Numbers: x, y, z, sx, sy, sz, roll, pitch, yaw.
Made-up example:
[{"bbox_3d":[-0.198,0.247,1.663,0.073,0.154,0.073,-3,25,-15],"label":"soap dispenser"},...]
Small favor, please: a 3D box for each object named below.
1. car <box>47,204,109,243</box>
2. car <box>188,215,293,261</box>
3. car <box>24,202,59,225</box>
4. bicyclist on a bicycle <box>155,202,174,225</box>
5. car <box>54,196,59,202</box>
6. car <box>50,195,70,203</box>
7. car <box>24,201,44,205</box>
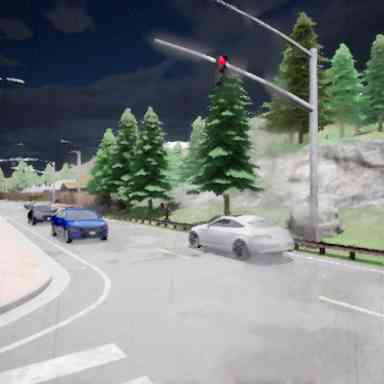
[{"bbox_3d":[-5.811,1.582,16.992,1.882,1.535,5.008,0,0,-33],"label":"car"},{"bbox_3d":[1.673,1.592,12.629,1.812,1.442,4.674,1,-1,-33],"label":"car"},{"bbox_3d":[-11.252,1.719,25.352,1.994,1.385,4.181,0,0,-33],"label":"car"},{"bbox_3d":[-2.013,1.580,24.153,1.656,1.620,0.582,0,0,-33],"label":"bicyclist on a bicycle"},{"bbox_3d":[-28.573,1.560,74.594,4.605,1.855,1.932,0,0,-34],"label":"car"},{"bbox_3d":[-30.293,1.574,76.469,3.866,1.878,1.905,0,0,-34],"label":"car"},{"bbox_3d":[-21.673,1.864,46.333,4.718,1.301,1.895,0,0,41],"label":"car"}]
